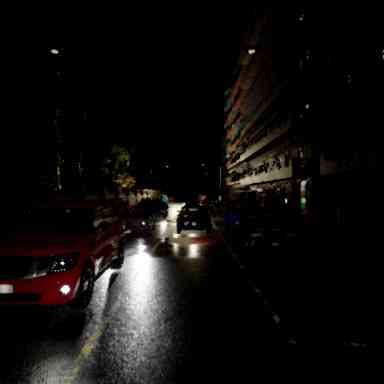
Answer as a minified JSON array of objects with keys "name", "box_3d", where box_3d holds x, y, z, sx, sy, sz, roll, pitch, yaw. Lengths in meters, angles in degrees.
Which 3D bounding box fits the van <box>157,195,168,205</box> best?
[{"name":"van","box_3d":[-5.679,1.448,63.677,1.690,1.788,3.998,0,0,0]}]

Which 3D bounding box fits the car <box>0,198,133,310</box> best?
[{"name":"car","box_3d":[-3.087,1.229,8.187,2.150,2.045,5.566,0,0,-1]}]

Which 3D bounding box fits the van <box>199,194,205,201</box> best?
[{"name":"van","box_3d":[2.705,1.536,91.828,1.690,1.788,3.998,0,0,0]}]

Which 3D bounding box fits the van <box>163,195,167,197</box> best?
[{"name":"van","box_3d":[-5.680,1.434,58.048,1.690,1.788,3.998,0,0,0]}]

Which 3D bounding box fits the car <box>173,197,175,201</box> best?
[{"name":"car","box_3d":[-5.675,1.719,91.659,1.752,1.417,4.829,0,0,0]}]

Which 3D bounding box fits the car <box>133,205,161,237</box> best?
[{"name":"car","box_3d":[-3.077,1.620,18.466,1.895,1.301,4.718,0,0,0]}]

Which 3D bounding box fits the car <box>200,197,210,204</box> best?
[{"name":"car","box_3d":[2.702,1.705,69.307,1.802,1.307,4.206,0,0,0]}]

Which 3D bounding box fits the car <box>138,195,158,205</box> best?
[{"name":"car","box_3d":[-5.682,1.497,41.158,1.967,1.590,4.097,0,0,0]}]

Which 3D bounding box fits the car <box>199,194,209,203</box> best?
[{"name":"car","box_3d":[2.703,1.455,74.937,2.192,1.841,5.009,0,0,0]}]

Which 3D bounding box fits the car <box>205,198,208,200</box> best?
[{"name":"car","box_3d":[2.697,1.597,35.526,2.008,1.369,4.403,0,0,0]}]

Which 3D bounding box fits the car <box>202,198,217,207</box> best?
[{"name":"car","box_3d":[2.699,1.630,52.416,2.008,1.369,4.403,0,0,0]}]

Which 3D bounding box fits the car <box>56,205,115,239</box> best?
[{"name":"car","box_3d":[-5.685,1.545,18.467,1.752,1.417,4.829,0,0,0]}]

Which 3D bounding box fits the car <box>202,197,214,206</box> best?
[{"name":"car","box_3d":[2.700,1.638,58.046,1.887,1.381,4.507,0,0,0]}]

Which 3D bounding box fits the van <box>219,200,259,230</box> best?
[{"name":"van","box_3d":[2.696,1.361,18.636,1.690,1.788,3.998,0,0,0]}]

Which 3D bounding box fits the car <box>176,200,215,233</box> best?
[{"name":"car","box_3d":[0.102,1.499,19.732,1.882,1.535,5.008,0,0,0]}]

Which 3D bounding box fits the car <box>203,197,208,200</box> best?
[{"name":"car","box_3d":[2.698,1.602,41.156,1.887,1.381,4.507,0,0,0]}]

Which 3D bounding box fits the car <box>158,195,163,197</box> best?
[{"name":"car","box_3d":[-5.681,1.508,46.787,1.967,1.590,4.097,0,0,0]}]

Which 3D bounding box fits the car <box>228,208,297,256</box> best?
[{"name":"car","box_3d":[2.694,1.558,13.005,1.887,1.381,4.507,0,0,0]}]

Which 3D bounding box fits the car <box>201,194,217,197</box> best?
[{"name":"car","box_3d":[2.700,1.383,46.786,2.192,1.841,5.009,0,0,0]}]

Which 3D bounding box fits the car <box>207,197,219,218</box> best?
[{"name":"car","box_3d":[2.697,1.477,29.896,1.967,1.590,4.097,0,0,0]}]

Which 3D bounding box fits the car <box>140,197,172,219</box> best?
[{"name":"car","box_3d":[-3.069,1.514,29.424,1.882,1.535,5.008,0,0,0]}]

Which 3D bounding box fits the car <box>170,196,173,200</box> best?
[{"name":"car","box_3d":[-5.679,1.673,69.307,2.008,1.369,4.403,0,0,0]}]

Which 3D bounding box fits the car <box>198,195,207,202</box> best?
[{"name":"car","box_3d":[2.704,1.616,86.196,1.967,1.590,4.097,0,0,0]}]

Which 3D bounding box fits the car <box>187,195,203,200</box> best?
[{"name":"car","box_3d":[0.073,1.540,43.944,1.882,1.535,5.008,0,0,0]}]
